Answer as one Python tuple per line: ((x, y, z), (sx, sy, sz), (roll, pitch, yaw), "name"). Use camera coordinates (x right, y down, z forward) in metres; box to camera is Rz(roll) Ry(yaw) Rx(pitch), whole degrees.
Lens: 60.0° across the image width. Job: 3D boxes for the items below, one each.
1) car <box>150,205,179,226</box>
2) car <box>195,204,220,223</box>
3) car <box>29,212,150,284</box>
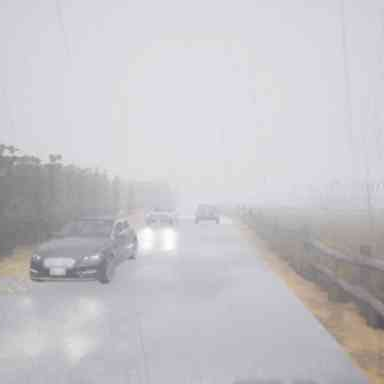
((-2.112, 1.662, 24.364), (1.895, 1.301, 4.718), (1, 0, 3), "car")
((1.216, 1.658, 26.501), (2.033, 1.411, 5.357), (1, 0, 3), "car")
((-2.825, 1.492, 9.735), (2.128, 1.511, 4.902), (1, 0, 3), "car")
